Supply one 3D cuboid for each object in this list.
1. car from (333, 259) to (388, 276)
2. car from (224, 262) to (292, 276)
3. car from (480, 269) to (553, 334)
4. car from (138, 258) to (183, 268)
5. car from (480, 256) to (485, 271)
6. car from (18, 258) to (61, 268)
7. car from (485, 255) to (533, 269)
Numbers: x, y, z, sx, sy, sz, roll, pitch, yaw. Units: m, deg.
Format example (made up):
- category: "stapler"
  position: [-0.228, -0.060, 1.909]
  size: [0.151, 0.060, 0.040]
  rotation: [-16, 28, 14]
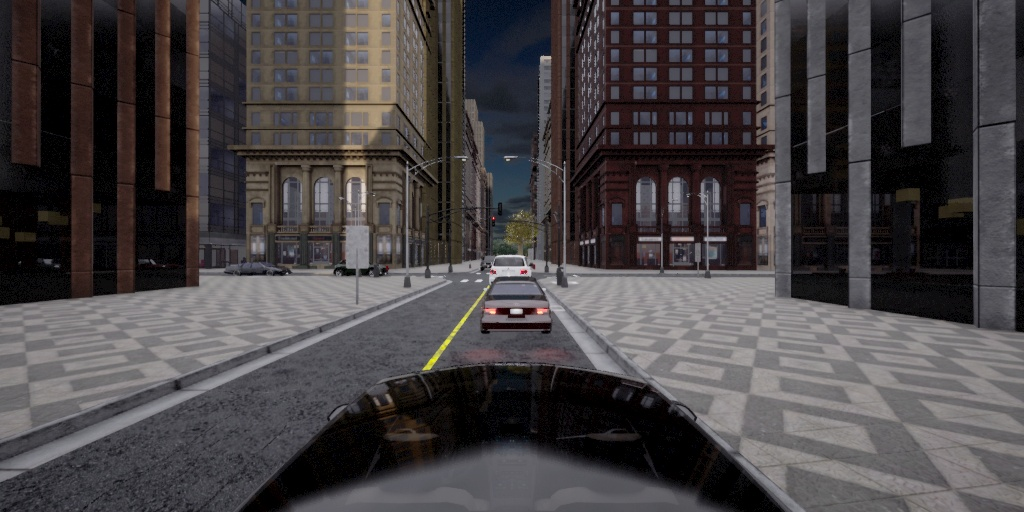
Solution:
- category: "car"
  position: [-13.992, 1.052, 33.339]
  size: [4.553, 1.767, 2.097]
  rotation: [0, 0, 0]
- category: "car"
  position: [-23.573, 1.220, 33.332]
  size: [5.357, 1.411, 2.033]
  rotation: [0, 0, 0]
- category: "car"
  position: [0.091, 1.297, 10.609]
  size: [2.033, 1.411, 5.357]
  rotation: [0, 0, 0]
- category: "car"
  position: [-33.360, 1.001, 33.340]
  size: [4.553, 1.767, 2.097]
  rotation: [0, 0, 0]
- category: "car"
  position: [-3.132, 0.969, 49.484]
  size: [2.150, 2.045, 5.566]
  rotation: [0, 0, -1]
- category: "car"
  position: [-43.163, 0.980, 33.370]
  size: [4.553, 1.767, 2.097]
  rotation: [0, 0, 0]
- category: "car"
  position: [0.015, 0.971, 20.854]
  size: [2.150, 2.045, 5.566]
  rotation: [0, 0, 4]
